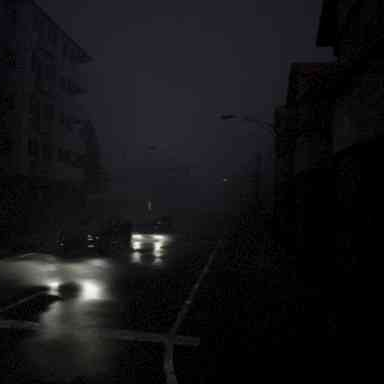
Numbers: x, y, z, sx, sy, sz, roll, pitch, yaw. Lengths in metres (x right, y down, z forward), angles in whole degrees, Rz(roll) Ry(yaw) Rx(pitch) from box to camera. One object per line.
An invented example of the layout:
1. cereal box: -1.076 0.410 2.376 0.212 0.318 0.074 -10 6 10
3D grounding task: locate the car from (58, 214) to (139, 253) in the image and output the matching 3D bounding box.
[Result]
1. car: -4.307 1.817 15.617 1.882 1.535 5.008 2 -2 8

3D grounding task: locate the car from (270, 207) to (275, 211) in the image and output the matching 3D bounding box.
1. car: 23.610 4.490 87.614 4.605 1.855 1.932 2 -2 8

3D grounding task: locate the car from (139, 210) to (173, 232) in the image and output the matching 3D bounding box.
1. car: -2.792 2.173 25.991 1.882 1.535 5.008 2 -2 8
